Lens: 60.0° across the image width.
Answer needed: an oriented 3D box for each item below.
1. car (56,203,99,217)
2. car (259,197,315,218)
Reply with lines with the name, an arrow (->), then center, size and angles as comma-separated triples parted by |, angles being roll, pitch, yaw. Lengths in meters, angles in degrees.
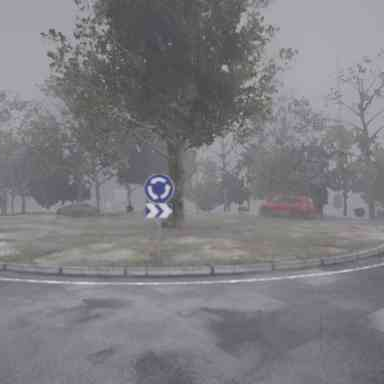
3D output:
car -> -11.750, 1.846, 34.334 | 4.181, 1.385, 1.994 | 0, -1, -37
car -> 9.594, 1.517, 33.784 | 5.566, 2.045, 2.150 | 0, -1, 45
